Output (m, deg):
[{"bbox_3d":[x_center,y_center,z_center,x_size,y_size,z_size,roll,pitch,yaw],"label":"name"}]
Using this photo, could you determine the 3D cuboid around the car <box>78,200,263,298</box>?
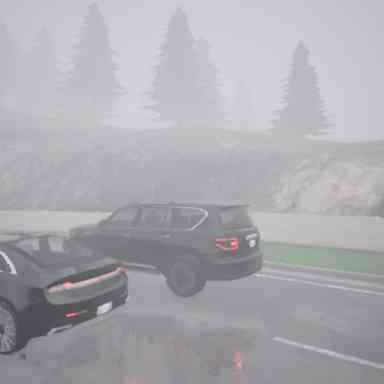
[{"bbox_3d":[-0.957,1.233,8.759,5.566,2.045,2.150,0,0,31],"label":"car"}]

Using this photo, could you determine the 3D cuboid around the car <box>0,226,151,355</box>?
[{"bbox_3d":[-3.420,1.502,6.024,4.902,1.511,2.128,0,0,28],"label":"car"}]
